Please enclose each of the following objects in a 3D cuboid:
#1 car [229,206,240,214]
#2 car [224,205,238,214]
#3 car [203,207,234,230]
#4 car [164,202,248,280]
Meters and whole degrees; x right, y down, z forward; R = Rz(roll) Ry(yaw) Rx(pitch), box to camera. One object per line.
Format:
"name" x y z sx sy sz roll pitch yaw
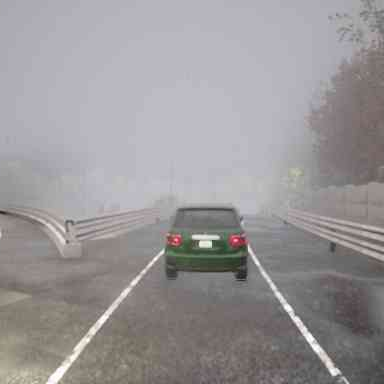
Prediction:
"car" 7.740 3.348 60.391 1.895 1.301 4.718 0 -4 10
"car" 6.151 2.728 51.735 1.994 1.385 4.181 0 -3 9
"car" 1.977 1.812 23.736 1.994 1.385 4.181 0 -1 8
"car" 0.475 1.332 10.460 2.150 2.045 5.566 0 0 3
